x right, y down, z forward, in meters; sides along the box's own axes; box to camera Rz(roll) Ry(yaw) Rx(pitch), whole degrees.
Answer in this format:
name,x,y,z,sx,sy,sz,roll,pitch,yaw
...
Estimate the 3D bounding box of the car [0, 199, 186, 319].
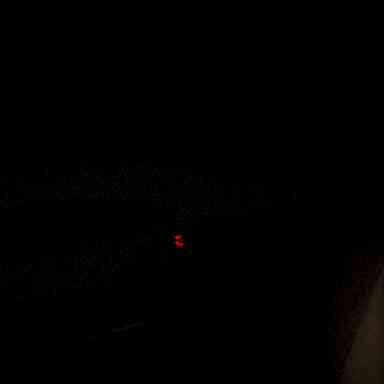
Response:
name,x,y,z,sx,sy,sz,roll,pitch,yaw
car,-2.760,1.180,6.165,5.566,2.045,2.150,-1,0,-33
